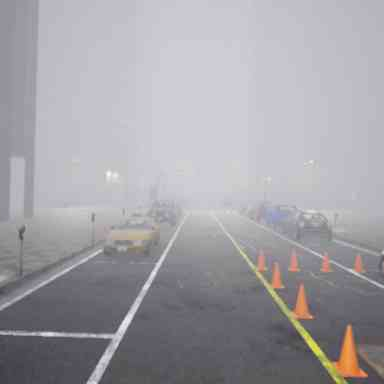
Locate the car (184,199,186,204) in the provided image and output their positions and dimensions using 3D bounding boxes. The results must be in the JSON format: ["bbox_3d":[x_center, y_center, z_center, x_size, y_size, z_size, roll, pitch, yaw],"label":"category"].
[{"bbox_3d":[-1.871,1.782,35.509,1.752,1.417,4.829,1,-1,1],"label":"car"}]

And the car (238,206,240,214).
[{"bbox_3d":[6.750,2.066,41.040,1.887,1.381,4.507,1,-1,1],"label":"car"}]

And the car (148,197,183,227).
[{"bbox_3d":[-2.059,1.473,24.633,2.192,1.841,5.009,1,0,1],"label":"car"}]

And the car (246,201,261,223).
[{"bbox_3d":[6.564,1.735,29.994,2.192,1.841,5.009,1,-1,1],"label":"car"}]

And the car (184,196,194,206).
[{"bbox_3d":[-1.294,1.885,68.238,2.192,1.841,5.009,1,-1,1],"label":"car"}]

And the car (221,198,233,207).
[{"bbox_3d":[7.226,2.097,68.078,2.192,1.841,5.009,1,-1,1],"label":"car"}]

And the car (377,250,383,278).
[{"bbox_3d":[6.178,1.774,7.894,2.008,1.369,4.403,1,0,1],"label":"car"}]

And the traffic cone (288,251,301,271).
[{"bbox_3d":[3.169,2.124,10.360,0.340,0.580,0.340,1,0,1],"label":"traffic cone"}]

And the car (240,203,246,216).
[{"bbox_3d":[6.655,2.021,35.516,2.008,1.369,4.403,1,-1,1],"label":"car"}]

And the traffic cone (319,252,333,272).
[{"bbox_3d":[4.169,2.149,10.342,0.340,0.580,0.340,1,0,1],"label":"traffic cone"}]

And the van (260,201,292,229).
[{"bbox_3d":[6.468,1.712,24.469,1.690,1.788,3.998,1,0,1],"label":"van"}]

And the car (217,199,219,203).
[{"bbox_3d":[7.320,2.405,73.718,1.947,1.339,4.313,1,-1,1],"label":"car"}]

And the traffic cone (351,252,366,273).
[{"bbox_3d":[5.168,2.173,10.325,0.340,0.580,0.340,1,0,1],"label":"traffic cone"}]

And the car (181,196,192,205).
[{"bbox_3d":[-1.196,1.941,73.881,2.192,1.841,5.009,1,-1,1],"label":"car"}]

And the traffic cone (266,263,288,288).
[{"bbox_3d":[2.135,2.081,8.379,0.340,0.580,0.340,1,0,1],"label":"traffic cone"}]

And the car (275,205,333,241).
[{"bbox_3d":[6.371,1.761,18.944,1.967,1.590,4.097,1,0,1],"label":"car"}]

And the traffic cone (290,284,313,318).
[{"bbox_3d":[2.100,2.063,6.379,0.340,0.580,0.340,1,0,1],"label":"traffic cone"}]

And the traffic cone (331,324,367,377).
[{"bbox_3d":[2.065,2.045,4.379,0.340,0.580,0.340,1,0,1],"label":"traffic cone"}]

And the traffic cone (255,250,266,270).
[{"bbox_3d":[2.170,2.099,10.378,0.340,0.580,0.340,1,0,1],"label":"traffic cone"}]

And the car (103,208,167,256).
[{"bbox_3d":[-2.261,1.583,13.414,1.752,1.417,4.829,1,0,1],"label":"car"}]
